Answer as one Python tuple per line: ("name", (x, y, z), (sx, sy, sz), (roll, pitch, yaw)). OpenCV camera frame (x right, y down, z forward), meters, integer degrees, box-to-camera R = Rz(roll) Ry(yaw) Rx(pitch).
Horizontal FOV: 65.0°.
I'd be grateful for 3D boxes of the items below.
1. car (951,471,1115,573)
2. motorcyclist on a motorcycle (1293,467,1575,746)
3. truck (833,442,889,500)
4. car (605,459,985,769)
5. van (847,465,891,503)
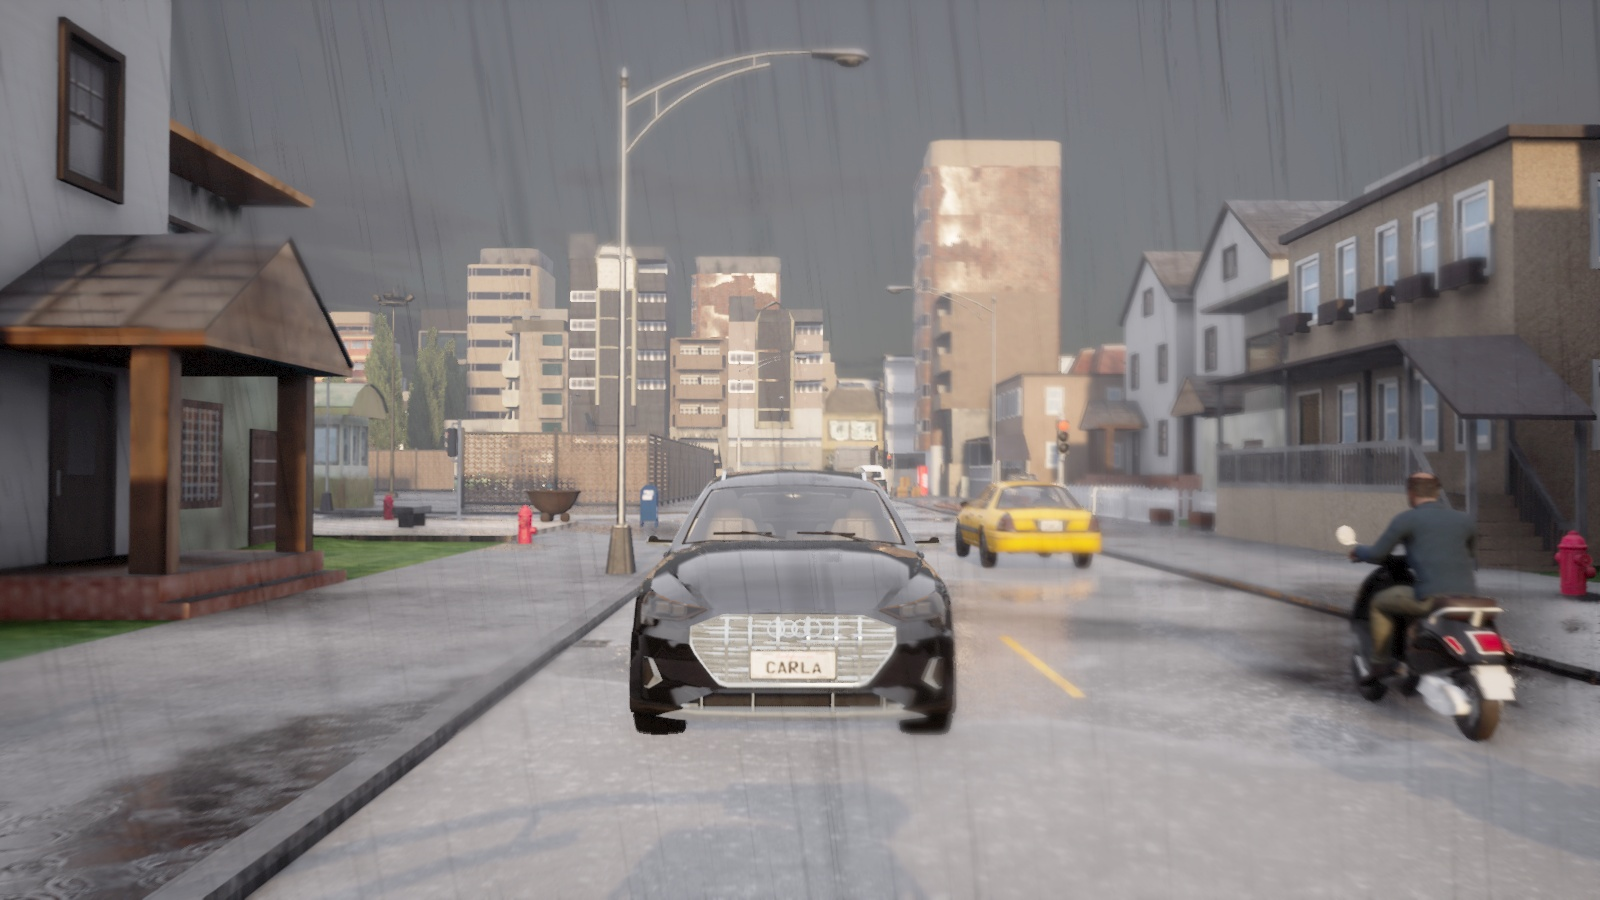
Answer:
("car", (3.925, 1.162, 22.135), (1.801, 1.575, 5.366), (0, -1, -1))
("motorcyclist on a motorcycle", (3.977, 0.909, 8.079), (0.866, 1.590, 1.817), (0, -1, 0))
("truck", (3.731, 1.322, 79.065), (2.891, 3.462, 7.936), (0, -1, -2))
("car", (-0.038, 0.922, 9.156), (2.033, 1.649, 4.856), (0, -1, 0))
("van", (3.756, 1.840, 69.151), (2.069, 2.038, 4.480), (0, -1, -1))
